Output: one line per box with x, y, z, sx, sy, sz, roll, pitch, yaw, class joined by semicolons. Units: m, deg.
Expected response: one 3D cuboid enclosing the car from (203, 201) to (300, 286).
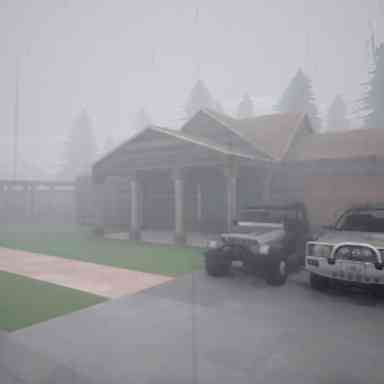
2.026;1.215;9.110;1.905;1.878;3.866;-1;0;35;car

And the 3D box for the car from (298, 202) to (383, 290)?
4.301;1.186;7.972;1.932;1.855;4.605;-1;0;35;car
